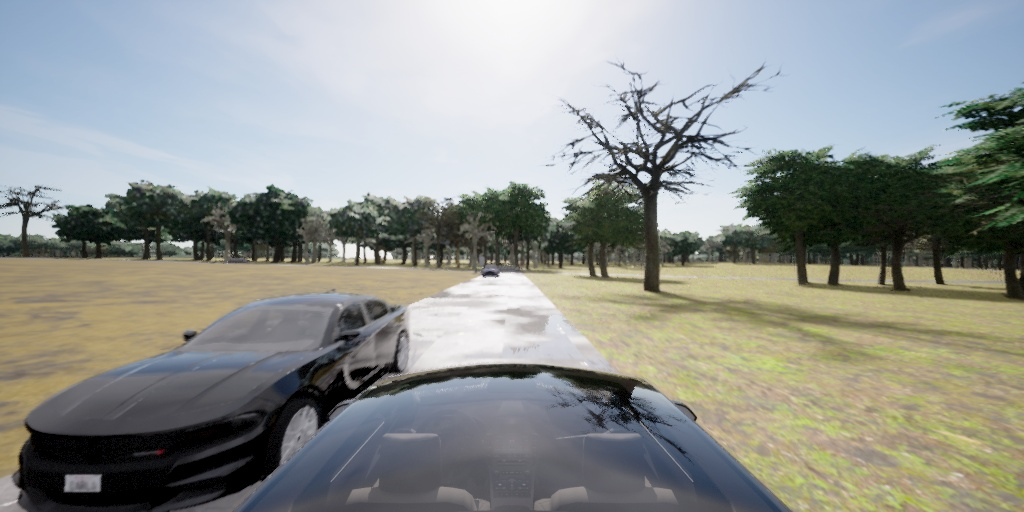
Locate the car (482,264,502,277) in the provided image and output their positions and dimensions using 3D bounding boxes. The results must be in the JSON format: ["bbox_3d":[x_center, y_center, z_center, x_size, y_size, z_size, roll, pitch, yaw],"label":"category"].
[{"bbox_3d":[-2.807,1.909,47.675,2.097,1.767,4.553,0,-1,0],"label":"car"}]

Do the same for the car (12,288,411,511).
[{"bbox_3d":[-2.849,1.270,4.881,1.882,1.535,5.008,0,-1,0],"label":"car"}]
